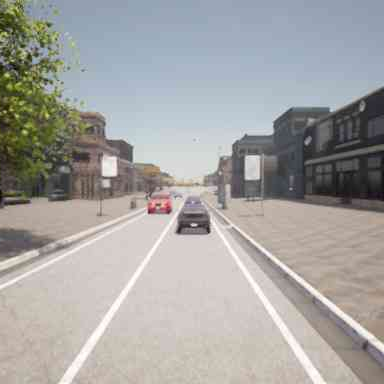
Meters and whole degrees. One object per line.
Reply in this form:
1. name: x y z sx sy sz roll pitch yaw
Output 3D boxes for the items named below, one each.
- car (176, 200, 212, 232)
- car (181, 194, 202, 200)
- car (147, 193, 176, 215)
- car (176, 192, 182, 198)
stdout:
1. car: 0.107 1.464 19.794 1.837 1.490 4.892 0 0 0
2. car: 0.114 1.157 38.927 2.097 1.767 4.553 0 1 0
3. car: -3.084 1.087 32.950 2.150 2.045 5.566 0 1 0
4. car: -2.974 0.775 73.366 2.033 1.411 5.357 0 1 0
